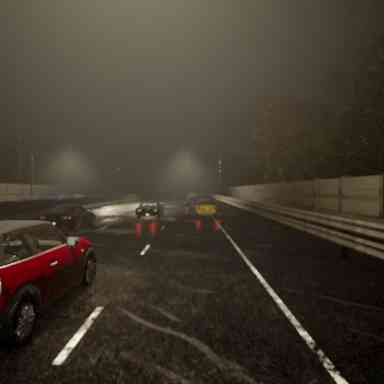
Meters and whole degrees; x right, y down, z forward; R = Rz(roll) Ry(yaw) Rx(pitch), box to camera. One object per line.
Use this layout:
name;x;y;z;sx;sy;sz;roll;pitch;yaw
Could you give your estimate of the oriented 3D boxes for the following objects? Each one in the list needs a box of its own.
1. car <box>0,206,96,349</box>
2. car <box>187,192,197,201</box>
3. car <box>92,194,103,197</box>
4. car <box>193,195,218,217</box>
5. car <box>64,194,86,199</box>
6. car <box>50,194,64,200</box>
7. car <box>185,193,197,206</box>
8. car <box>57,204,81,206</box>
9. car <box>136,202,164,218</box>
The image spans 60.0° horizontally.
car;-3.403;1.313;6.351;2.097;1.767;4.553;0;0;0
car;-0.018;0.887;69.074;2.097;1.767;4.553;0;0;0
car;-17.539;1.192;61.824;1.837;1.490;4.892;0;0;1
car;1.217;1.293;29.125;1.801;1.575;5.366;0;0;0
car;-21.042;1.188;61.318;2.128;1.511;4.902;0;0;1
car;-24.526;1.168;61.588;1.882;1.535;5.008;0;0;0
car;-0.009;1.279;47.693;1.812;1.442;4.674;0;0;0
car;-6.905;1.413;18.778;1.812;1.442;4.674;0;0;0
car;-3.405;1.445;27.730;1.895;1.301;4.718;0;0;0
